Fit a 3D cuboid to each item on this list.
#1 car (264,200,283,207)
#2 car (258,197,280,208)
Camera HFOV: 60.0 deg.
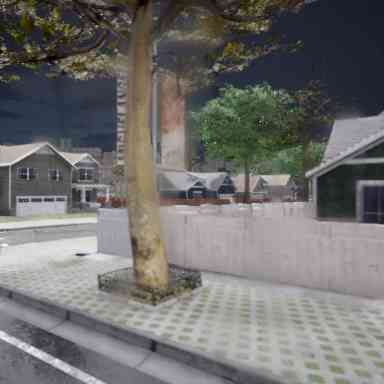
[{"bbox_3d":[12.068,2.175,46.194,1.994,1.385,4.181,0,0,35],"label":"car"},{"bbox_3d":[11.879,1.858,50.898,2.150,2.045,5.566,0,0,34],"label":"car"}]
